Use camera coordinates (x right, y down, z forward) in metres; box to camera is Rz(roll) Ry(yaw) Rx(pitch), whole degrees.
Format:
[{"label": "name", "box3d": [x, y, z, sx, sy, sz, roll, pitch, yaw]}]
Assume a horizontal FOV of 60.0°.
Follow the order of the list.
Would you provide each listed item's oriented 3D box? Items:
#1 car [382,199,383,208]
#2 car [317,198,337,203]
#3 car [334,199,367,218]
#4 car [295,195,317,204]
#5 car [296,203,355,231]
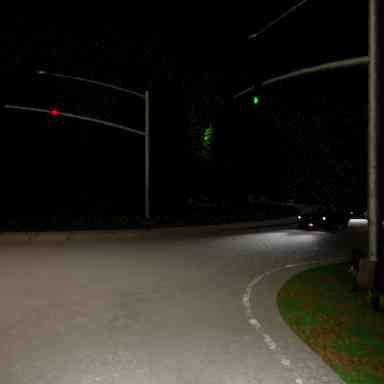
[{"label": "car", "box3d": [19.561, 1.478, 35.601, 1.837, 1.490, 4.892, 1, 0, 11]}, {"label": "car", "box3d": [16.522, 1.478, 39.048, 1.837, 1.490, 4.892, 0, 0, 8]}, {"label": "car", "box3d": [13.811, 1.537, 29.127, 1.994, 1.385, 4.181, 0, 0, 22]}, {"label": "car", "box3d": [19.488, 1.325, 56.404, 2.097, 1.767, 4.553, 0, 0, -16]}, {"label": "car", "box3d": [8.311, 1.574, 20.792, 1.895, 1.301, 4.718, 0, 0, 42]}]
